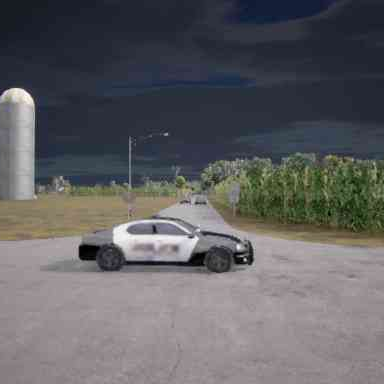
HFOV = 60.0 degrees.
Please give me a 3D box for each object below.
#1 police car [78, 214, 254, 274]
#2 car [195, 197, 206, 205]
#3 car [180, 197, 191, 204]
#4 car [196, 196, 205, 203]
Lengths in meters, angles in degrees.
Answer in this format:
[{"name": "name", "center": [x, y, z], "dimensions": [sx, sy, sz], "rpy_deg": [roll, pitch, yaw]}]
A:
[{"name": "police car", "center": [-0.720, 1.501, 10.077], "dimensions": [4.974, 1.542, 2.038], "rpy_deg": [0, -1, 1]}, {"name": "car", "center": [1.486, 1.546, 57.684], "dimensions": [1.994, 1.385, 4.181], "rpy_deg": [0, 0, 1]}, {"name": "car", "center": [-1.159, 1.543, 61.923], "dimensions": [1.994, 1.385, 4.181], "rpy_deg": [0, 0, 1]}, {"name": "car", "center": [1.737, 1.574, 67.717], "dimensions": [1.895, 1.301, 4.718], "rpy_deg": [0, 0, 1]}]
